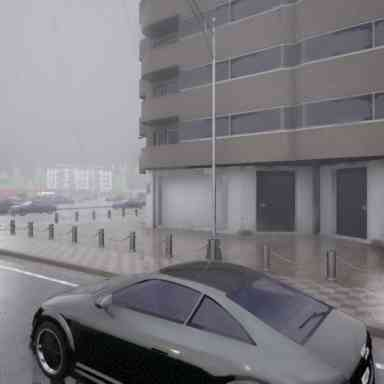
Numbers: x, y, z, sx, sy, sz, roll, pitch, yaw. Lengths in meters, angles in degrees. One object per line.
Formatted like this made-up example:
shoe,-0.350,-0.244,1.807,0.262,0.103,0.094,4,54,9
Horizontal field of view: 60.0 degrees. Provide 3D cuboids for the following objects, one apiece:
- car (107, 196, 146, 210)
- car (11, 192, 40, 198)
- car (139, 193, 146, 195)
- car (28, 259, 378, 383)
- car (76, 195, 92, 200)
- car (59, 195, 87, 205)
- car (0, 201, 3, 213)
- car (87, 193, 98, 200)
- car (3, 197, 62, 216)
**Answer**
car,-8.522,1.581,44.341,1.812,1.442,4.674,0,0,35
car,-36.801,1.209,73.771,1.932,1.855,4.605,0,0,35
car,-10.671,1.211,76.895,1.905,1.878,3.866,0,0,35
car,-0.122,1.564,4.068,4.181,1.385,1.994,0,0,35
car,-29.125,1.451,89.800,1.970,1.475,3.806,0,0,35
car,-22.913,1.451,64.145,1.970,1.475,3.806,0,0,35
car,-20.075,1.602,33.888,2.033,1.411,5.357,0,0,35
car,-26.761,1.211,88.129,1.905,1.878,3.866,0,0,35
car,-16.007,1.581,33.572,1.812,1.442,4.674,0,0,35
